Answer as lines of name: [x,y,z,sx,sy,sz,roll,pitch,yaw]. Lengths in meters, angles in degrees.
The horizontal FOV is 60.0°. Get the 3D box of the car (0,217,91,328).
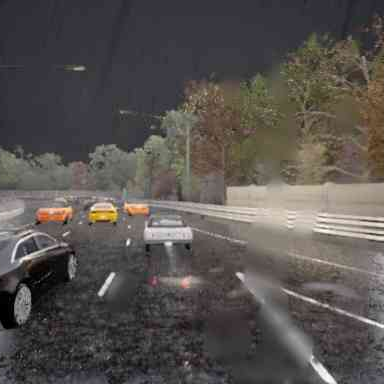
car: [-3.840,1.523,6.926,2.128,1.511,4.902,0,0,-4]

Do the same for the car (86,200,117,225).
car: [-6.844,1.621,25.715,1.882,1.535,5.008,0,0,-14]

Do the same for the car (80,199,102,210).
car: [-14.437,1.753,46.739,1.837,1.490,4.892,1,0,-25]

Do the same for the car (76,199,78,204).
car: [-26.142,1.887,71.596,2.128,1.511,4.902,1,0,-40]

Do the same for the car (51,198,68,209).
car: [-19.980,1.725,50.061,1.882,1.535,5.008,1,0,-28]

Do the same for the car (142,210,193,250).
car: [-1.172,1.697,14.912,1.895,1.301,4.718,0,0,-7]

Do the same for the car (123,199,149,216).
car: [-5.912,1.558,34.895,2.097,1.767,4.553,0,0,-19]

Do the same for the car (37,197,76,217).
car: [-10.403,1.479,25.470,2.097,1.767,4.553,0,0,-14]

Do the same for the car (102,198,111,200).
car: [-14.042,1.787,53.773,2.128,1.511,4.902,0,0,-28]
